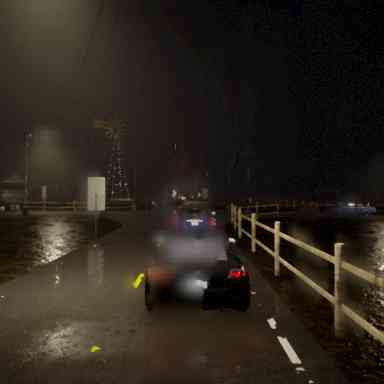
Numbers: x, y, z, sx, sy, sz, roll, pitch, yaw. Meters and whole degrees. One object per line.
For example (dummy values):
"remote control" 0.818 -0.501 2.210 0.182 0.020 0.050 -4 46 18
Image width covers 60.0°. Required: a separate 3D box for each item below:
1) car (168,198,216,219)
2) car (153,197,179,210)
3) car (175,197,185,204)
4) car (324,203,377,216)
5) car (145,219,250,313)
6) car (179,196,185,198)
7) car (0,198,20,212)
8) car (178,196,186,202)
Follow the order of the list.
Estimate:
"car" 0.122 1.379 16.392 2.097 1.767 4.553 0 0 0
"car" -3.793 1.483 46.020 2.097 1.767 4.553 0 0 14
"car" -2.631 1.834 73.604 2.128 1.511 4.902 0 0 0
"car" 17.908 1.948 37.662 5.357 1.411 2.033 1 -2 0
"car" 0.110 1.573 7.749 1.994 1.385 4.181 0 0 0
"car" -2.722 1.823 61.378 1.895 1.301 4.718 0 0 0
"car" -20.255 1.290 34.093 4.892 1.490 1.837 1 -2 0
"car" -2.604 1.847 88.271 1.882 1.535 5.008 0 0 0
